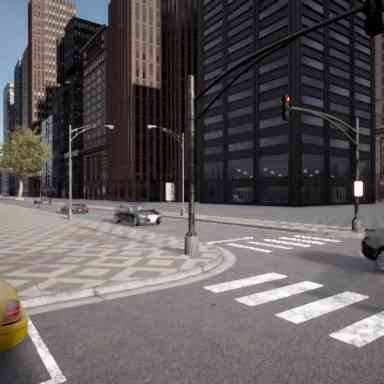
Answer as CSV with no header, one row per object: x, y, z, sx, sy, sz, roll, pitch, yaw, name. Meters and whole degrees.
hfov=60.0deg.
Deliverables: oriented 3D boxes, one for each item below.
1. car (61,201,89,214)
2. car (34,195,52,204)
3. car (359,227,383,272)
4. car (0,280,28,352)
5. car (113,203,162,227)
-12.483,1.653,35.307,1.994,1.385,4.181,0,0,-36,car
-21.693,1.286,48.257,1.837,1.490,4.892,0,0,-36,car
6.880,1.500,8.391,2.128,1.511,4.902,0,0,-36,car
-4.443,1.525,3.482,4.829,1.417,1.752,0,0,-36,car
-3.921,1.545,23.398,2.128,1.511,4.902,0,0,-36,car
